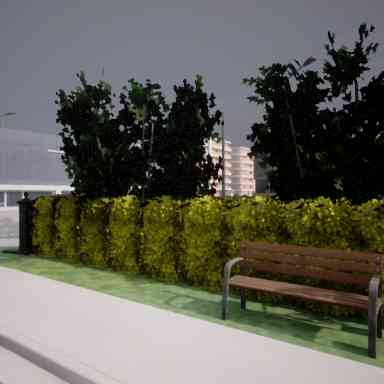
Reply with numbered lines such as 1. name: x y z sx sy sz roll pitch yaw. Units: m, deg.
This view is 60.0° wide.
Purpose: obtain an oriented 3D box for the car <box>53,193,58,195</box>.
1. car: -14.825 1.163 37.502 2.150 2.045 5.566 0 0 35
